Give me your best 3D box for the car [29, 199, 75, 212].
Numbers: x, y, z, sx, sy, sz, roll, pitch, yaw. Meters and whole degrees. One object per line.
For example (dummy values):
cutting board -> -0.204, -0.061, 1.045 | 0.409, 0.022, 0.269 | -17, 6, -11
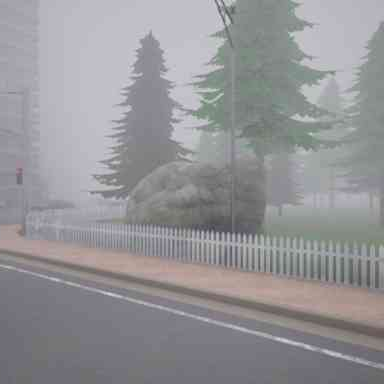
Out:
car -> -14.991, 1.476, 36.027 | 2.033, 1.411, 5.357 | 0, 0, 16

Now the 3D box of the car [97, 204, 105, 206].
car -> -13.976, 1.525, 52.783 | 1.895, 1.301, 4.718 | 0, 0, -10

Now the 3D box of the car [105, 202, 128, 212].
car -> -7.488, 1.457, 37.331 | 1.812, 1.442, 4.674 | 0, 0, 14
